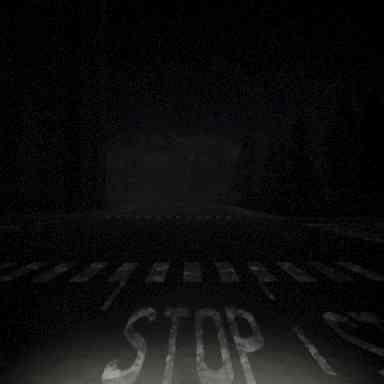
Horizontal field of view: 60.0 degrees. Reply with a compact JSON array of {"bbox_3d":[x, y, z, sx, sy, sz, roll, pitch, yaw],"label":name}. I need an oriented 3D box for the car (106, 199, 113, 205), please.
[{"bbox_3d":[-19.349,2.201,72.470,4.674,1.442,1.812,0,-1,35],"label":"car"}]
